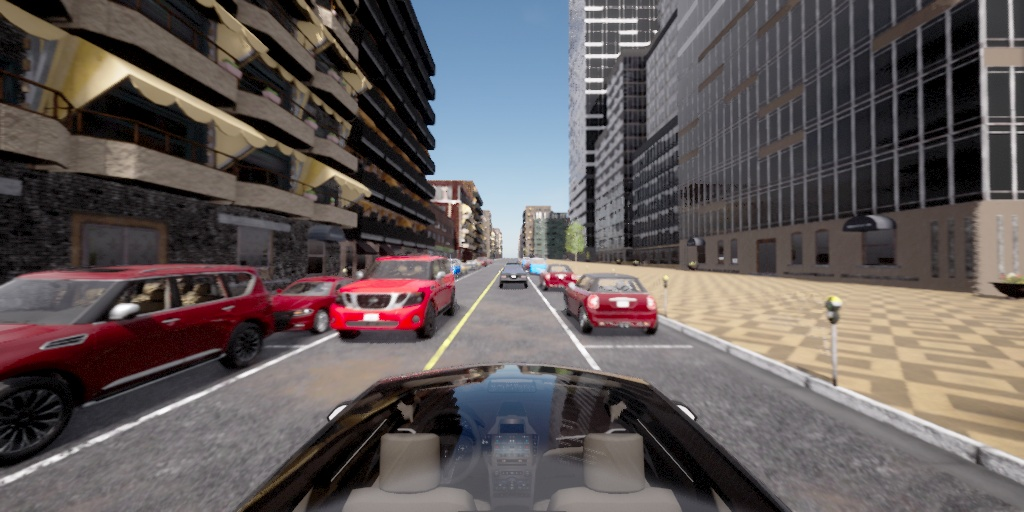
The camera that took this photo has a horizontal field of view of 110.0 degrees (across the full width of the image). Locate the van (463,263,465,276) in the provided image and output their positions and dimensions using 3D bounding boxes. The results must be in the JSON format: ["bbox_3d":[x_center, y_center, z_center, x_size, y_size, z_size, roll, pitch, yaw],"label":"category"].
[{"bbox_3d":[-5.689,1.107,32.949,1.690,1.789,3.998,0,0,0],"label":"van"}]

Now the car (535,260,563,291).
[{"bbox_3d":[2.691,1.200,21.808,1.967,1.591,4.097,0,0,0],"label":"car"}]

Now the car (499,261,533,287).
[{"bbox_3d":[0.099,1.309,24.538,2.033,1.411,5.357,0,0,0],"label":"car"}]

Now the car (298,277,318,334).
[{"bbox_3d":[-5.690,1.299,10.669,1.888,1.381,4.507,0,0,0],"label":"car"}]

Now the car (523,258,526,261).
[{"bbox_3d":[2.692,1.359,49.655,1.802,1.307,4.207,0,0,0],"label":"car"}]

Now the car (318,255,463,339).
[{"bbox_3d":[-3.009,0.981,10.467,2.150,2.045,5.566,0,0,0],"label":"car"}]

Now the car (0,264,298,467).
[{"bbox_3d":[-5.690,1.066,5.099,2.192,1.841,5.009,0,0,0],"label":"car"}]

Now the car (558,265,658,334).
[{"bbox_3d":[2.691,1.194,10.668,1.967,1.591,4.097,0,0,0],"label":"car"}]

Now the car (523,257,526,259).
[{"bbox_3d":[2.692,1.306,55.395,1.751,1.417,4.829,0,0,0],"label":"car"}]

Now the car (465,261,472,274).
[{"bbox_3d":[-5.689,1.295,38.348,1.751,1.417,4.829,0,0,0],"label":"car"}]

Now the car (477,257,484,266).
[{"bbox_3d":[-5.689,1.306,55.057,1.751,1.417,4.829,0,0,0],"label":"car"}]

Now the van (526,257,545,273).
[{"bbox_3d":[2.692,1.111,38.517,1.690,1.789,3.998,0,0,0],"label":"van"}]

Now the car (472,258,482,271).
[{"bbox_3d":[-5.689,1.327,49.656,2.007,1.370,4.403,0,0,0],"label":"car"}]

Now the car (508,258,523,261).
[{"bbox_3d":[0.100,1.254,48.625,1.882,1.535,5.008,0,0,0],"label":"car"}]
